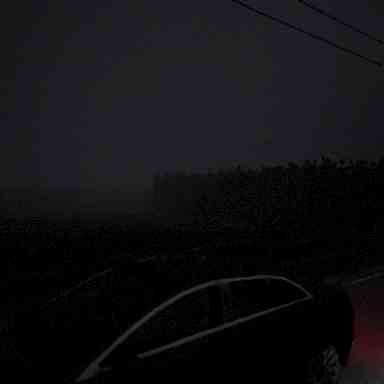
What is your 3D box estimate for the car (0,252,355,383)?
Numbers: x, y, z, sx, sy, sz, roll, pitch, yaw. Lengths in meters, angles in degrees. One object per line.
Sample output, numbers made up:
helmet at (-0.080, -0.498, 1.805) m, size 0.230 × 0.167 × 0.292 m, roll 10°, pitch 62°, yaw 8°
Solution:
car at (-0.323, 1.477, 3.380) m, size 4.902 × 1.511 × 2.128 m, roll 0°, pitch 0°, yaw -34°
